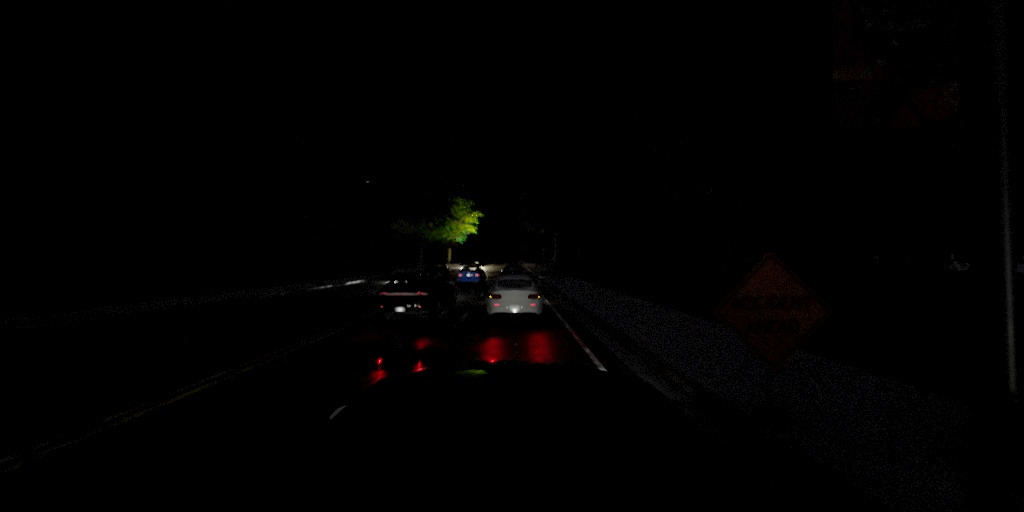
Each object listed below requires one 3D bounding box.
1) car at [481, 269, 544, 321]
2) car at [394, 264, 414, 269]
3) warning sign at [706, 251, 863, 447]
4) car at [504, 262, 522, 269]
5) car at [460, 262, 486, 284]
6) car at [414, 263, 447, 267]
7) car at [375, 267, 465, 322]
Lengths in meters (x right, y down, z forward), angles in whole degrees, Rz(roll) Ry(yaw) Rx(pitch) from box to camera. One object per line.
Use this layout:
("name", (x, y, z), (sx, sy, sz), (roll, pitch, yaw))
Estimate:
("car", (0.087, 1.349, 12.694), (1.812, 1.442, 4.674), (0, 0, 0))
("car", (-9.855, 1.449, 33.566), (1.812, 1.442, 4.674), (0, 0, 0))
("warning sign", (2.849, 0.880, 3.901), (1.300, 1.860, 1.060), (0, 0, 0))
("car", (0.094, 1.454, 28.735), (2.033, 1.411, 5.357), (0, 0, 0))
("car", (-3.155, 1.453, 28.670), (2.033, 1.411, 5.357), (0, 0, 0))
("car", (-6.597, 1.407, 31.150), (2.128, 1.511, 4.902), (0, 0, 0))
("car", (-3.163, 1.314, 12.579), (2.128, 1.511, 4.902), (0, 0, 0))
